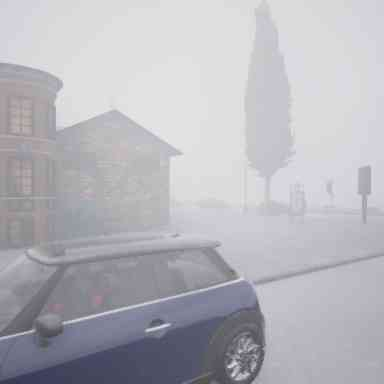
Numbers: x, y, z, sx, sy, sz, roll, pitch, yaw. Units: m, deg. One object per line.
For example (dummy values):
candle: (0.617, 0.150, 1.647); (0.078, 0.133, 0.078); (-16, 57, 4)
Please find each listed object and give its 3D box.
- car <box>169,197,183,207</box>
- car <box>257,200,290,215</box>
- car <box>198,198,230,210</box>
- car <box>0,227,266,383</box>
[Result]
car: (-3.218, 1.526, 50.822); (1.812, 1.442, 4.674); (0, 0, -35)
car: (8.644, 1.564, 34.191); (1.994, 1.385, 4.181); (0, 0, -36)
car: (2.748, 1.491, 42.447); (2.128, 1.511, 4.902); (0, 0, -35)
car: (-1.334, 1.352, 3.652); (4.553, 1.767, 2.097); (0, 0, -36)
